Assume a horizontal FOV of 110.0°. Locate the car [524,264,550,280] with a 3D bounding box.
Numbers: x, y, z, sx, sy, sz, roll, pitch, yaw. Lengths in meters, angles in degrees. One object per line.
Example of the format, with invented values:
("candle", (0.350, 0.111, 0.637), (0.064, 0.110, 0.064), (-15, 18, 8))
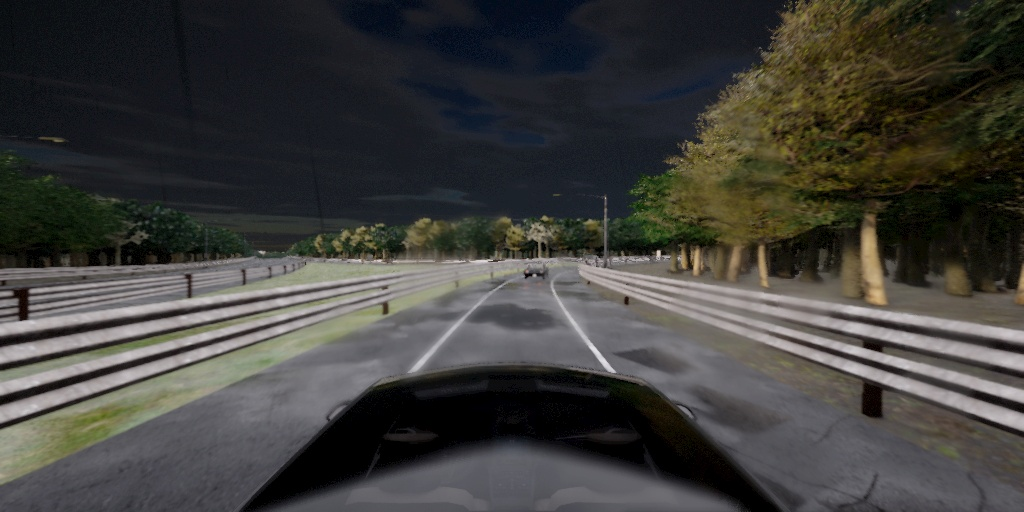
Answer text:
("car", (2.316, 1.365, 32.335), (1.895, 1.301, 4.718), (0, 0, 11))
